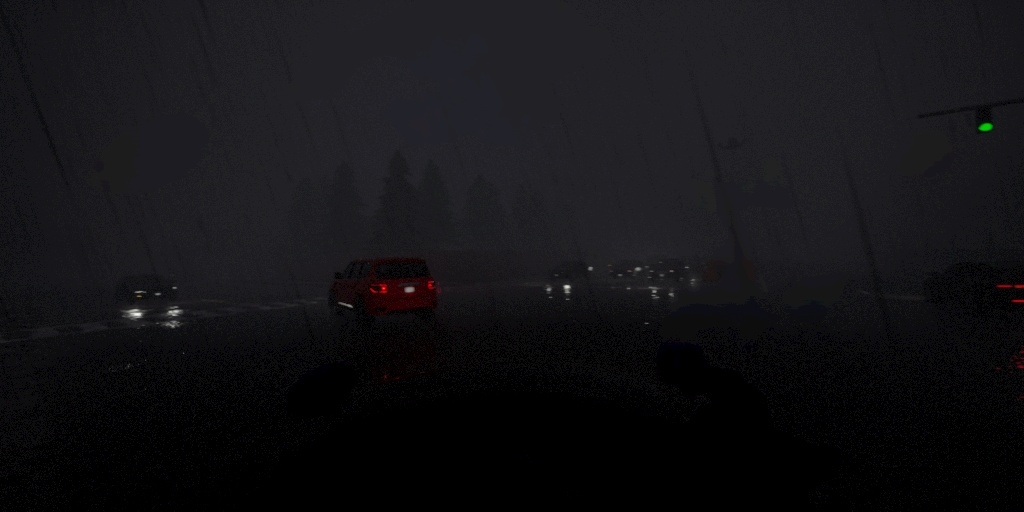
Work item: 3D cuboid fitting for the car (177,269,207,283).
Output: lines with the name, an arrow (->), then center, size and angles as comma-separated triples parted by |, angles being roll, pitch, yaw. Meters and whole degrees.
car -> -36.293, 2.240, 40.233 | 2.128, 1.511, 4.902 | -2, 0, -19

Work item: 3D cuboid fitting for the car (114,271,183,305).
car -> -20.834, 1.828, 20.387 | 4.892, 1.490, 1.837 | -2, 0, 34

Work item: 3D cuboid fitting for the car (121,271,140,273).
car -> -39.534, 2.330, 37.201 | 4.902, 1.511, 2.128 | -1, 0, 34

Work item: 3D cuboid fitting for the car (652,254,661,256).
car -> 15.315, 0.672, 37.695 | 2.097, 1.767, 4.553 | -2, 0, 34

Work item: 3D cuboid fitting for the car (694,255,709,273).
car -> 16.744, 0.771, 33.569 | 2.128, 1.511, 4.902 | -2, 0, 34

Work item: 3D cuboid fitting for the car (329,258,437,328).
car -> -4.591, 1.096, 12.318 | 2.150, 2.045, 5.566 | -1, 0, -39

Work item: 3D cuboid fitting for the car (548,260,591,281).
car -> 4.625, 1.122, 28.163 | 1.837, 1.490, 4.892 | -2, 0, 35

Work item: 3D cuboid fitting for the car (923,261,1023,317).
car -> 14.023, 0.865, 10.424 | 1.837, 1.490, 4.892 | -2, 0, 34

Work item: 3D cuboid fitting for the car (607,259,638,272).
car -> 12.098, 1.010, 39.180 | 1.895, 1.301, 4.718 | -2, 0, 34

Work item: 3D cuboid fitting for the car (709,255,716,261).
car -> 24.979, 0.616, 45.729 | 1.994, 1.385, 4.181 | -2, 0, 35

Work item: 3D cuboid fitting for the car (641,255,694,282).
car -> 10.933, 0.935, 24.960 | 2.128, 1.511, 4.902 | -2, 0, 34

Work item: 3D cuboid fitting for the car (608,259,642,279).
car -> 9.652, 1.026, 29.308 | 2.033, 1.411, 5.357 | -2, 0, 34
